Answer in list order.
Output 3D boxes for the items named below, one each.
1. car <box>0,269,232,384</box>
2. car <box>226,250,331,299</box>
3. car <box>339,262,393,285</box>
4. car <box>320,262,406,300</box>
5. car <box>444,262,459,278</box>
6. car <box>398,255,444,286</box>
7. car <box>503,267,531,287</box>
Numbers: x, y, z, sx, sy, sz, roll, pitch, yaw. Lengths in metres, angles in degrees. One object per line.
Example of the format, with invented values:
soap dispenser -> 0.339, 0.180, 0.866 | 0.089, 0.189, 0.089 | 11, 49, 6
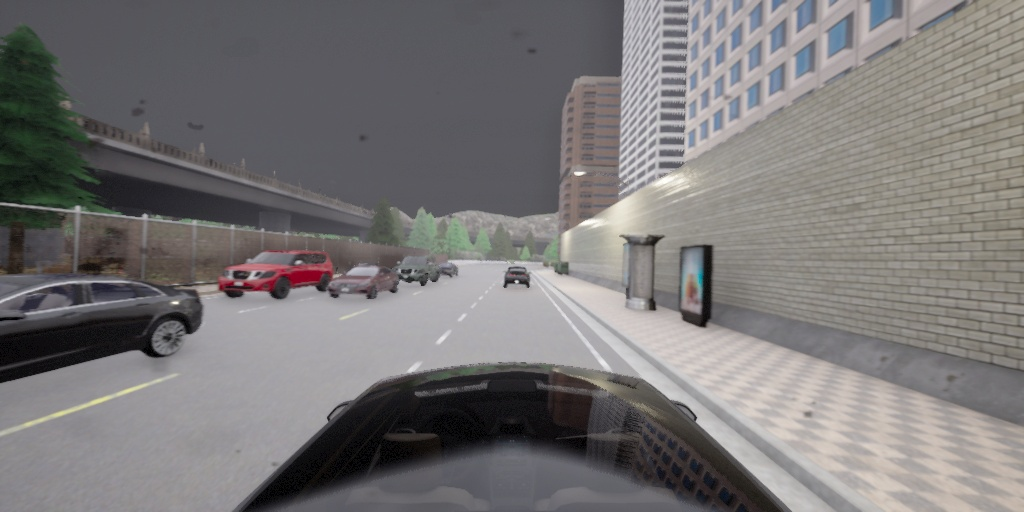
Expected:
car -> -7.066, 1.027, 5.083 | 2.128, 1.511, 4.902 | 2, 0, 1
car -> -10.367, 0.730, 16.440 | 2.150, 2.045, 5.566 | 2, -1, 1
car -> -10.137, 1.186, 25.324 | 1.994, 1.385, 4.181 | 2, 0, 1
car -> -6.856, 1.160, 17.135 | 1.812, 1.442, 4.674 | 2, 0, 1
car -> -6.478, 1.336, 35.582 | 2.033, 1.411, 5.357 | 2, 0, 1
car -> -6.629, 0.979, 25.238 | 2.150, 2.045, 5.566 | 2, 0, 1
car -> 0.385, 1.553, 27.076 | 1.837, 1.490, 4.892 | 2, -1, 1
